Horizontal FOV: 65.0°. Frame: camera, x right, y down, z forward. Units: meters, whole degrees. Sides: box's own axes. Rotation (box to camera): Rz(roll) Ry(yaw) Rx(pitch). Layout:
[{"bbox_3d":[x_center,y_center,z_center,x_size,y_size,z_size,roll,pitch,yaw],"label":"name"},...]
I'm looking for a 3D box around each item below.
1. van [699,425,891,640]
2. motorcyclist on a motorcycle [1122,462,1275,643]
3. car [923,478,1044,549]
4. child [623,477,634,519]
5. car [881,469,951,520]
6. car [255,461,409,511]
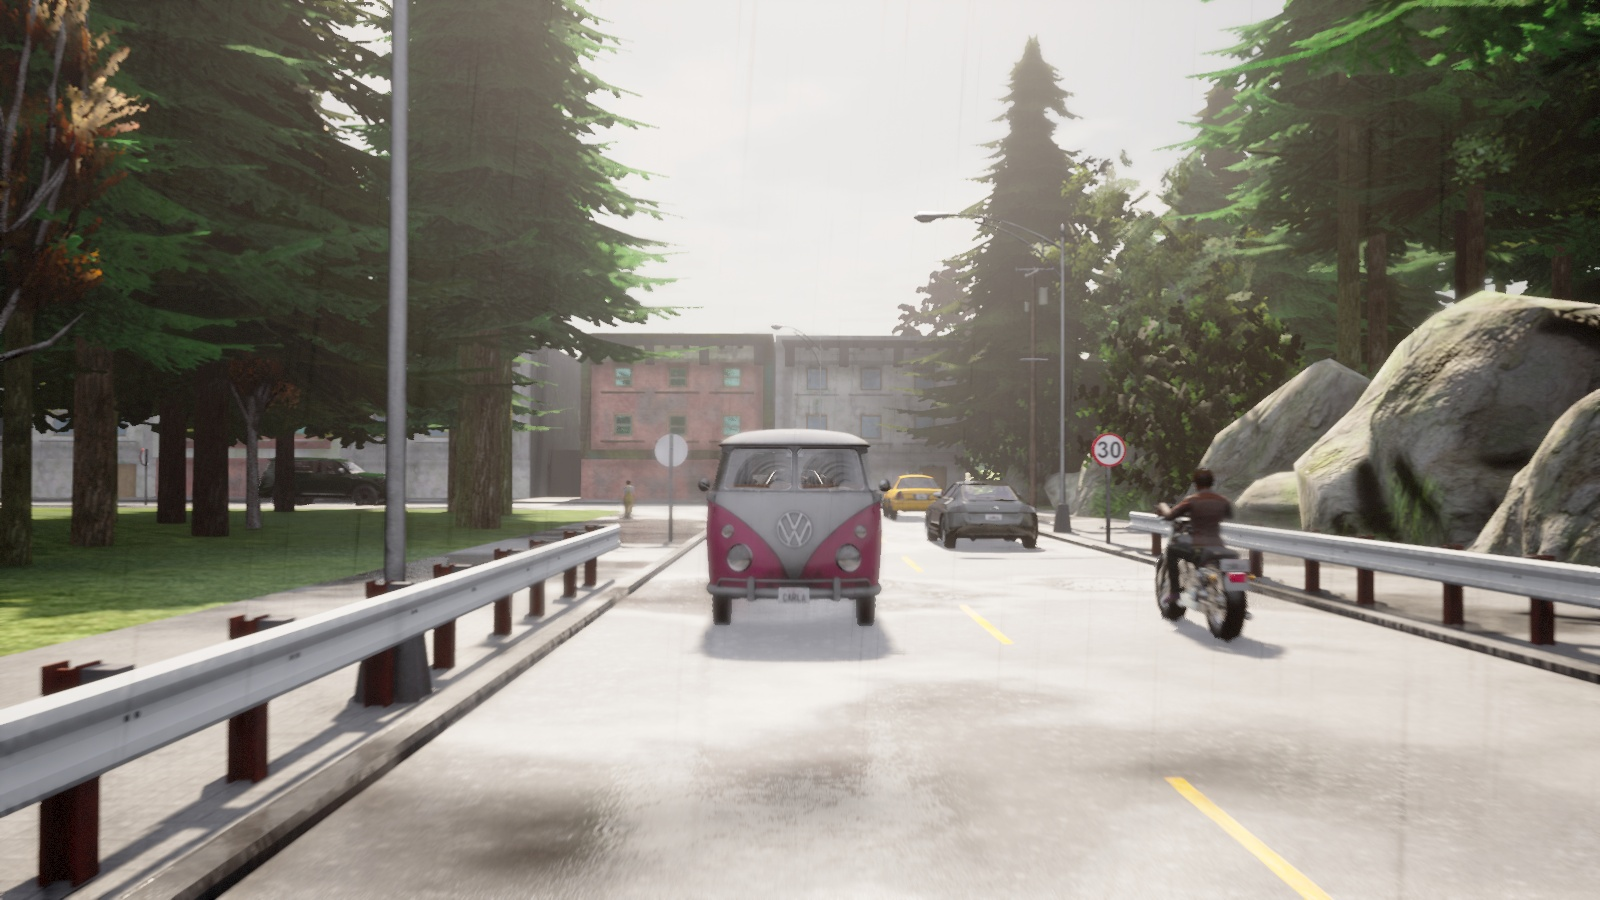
[{"bbox_3d":[-0.058,0.799,13.885,1.775,1.987,4.442,0,-1,0],"label":"van"},{"bbox_3d":[3.949,0.961,12.671,0.766,1.649,2.350,0,-1,0],"label":"motorcyclist on a motorcycle"},{"bbox_3d":[3.885,1.320,27.335,1.994,1.385,4.181,0,-1,0],"label":"car"},{"bbox_3d":[-5.260,1.471,38.553,0.270,1.263,0.437,0,-1,-1],"label":"child"},{"bbox_3d":[3.804,1.442,42.038,1.801,1.575,5.366,0,-1,-1],"label":"car"},{"bbox_3d":[-19.375,1.485,52.147,5.566,2.045,2.150,0,-1,0],"label":"car"}]
